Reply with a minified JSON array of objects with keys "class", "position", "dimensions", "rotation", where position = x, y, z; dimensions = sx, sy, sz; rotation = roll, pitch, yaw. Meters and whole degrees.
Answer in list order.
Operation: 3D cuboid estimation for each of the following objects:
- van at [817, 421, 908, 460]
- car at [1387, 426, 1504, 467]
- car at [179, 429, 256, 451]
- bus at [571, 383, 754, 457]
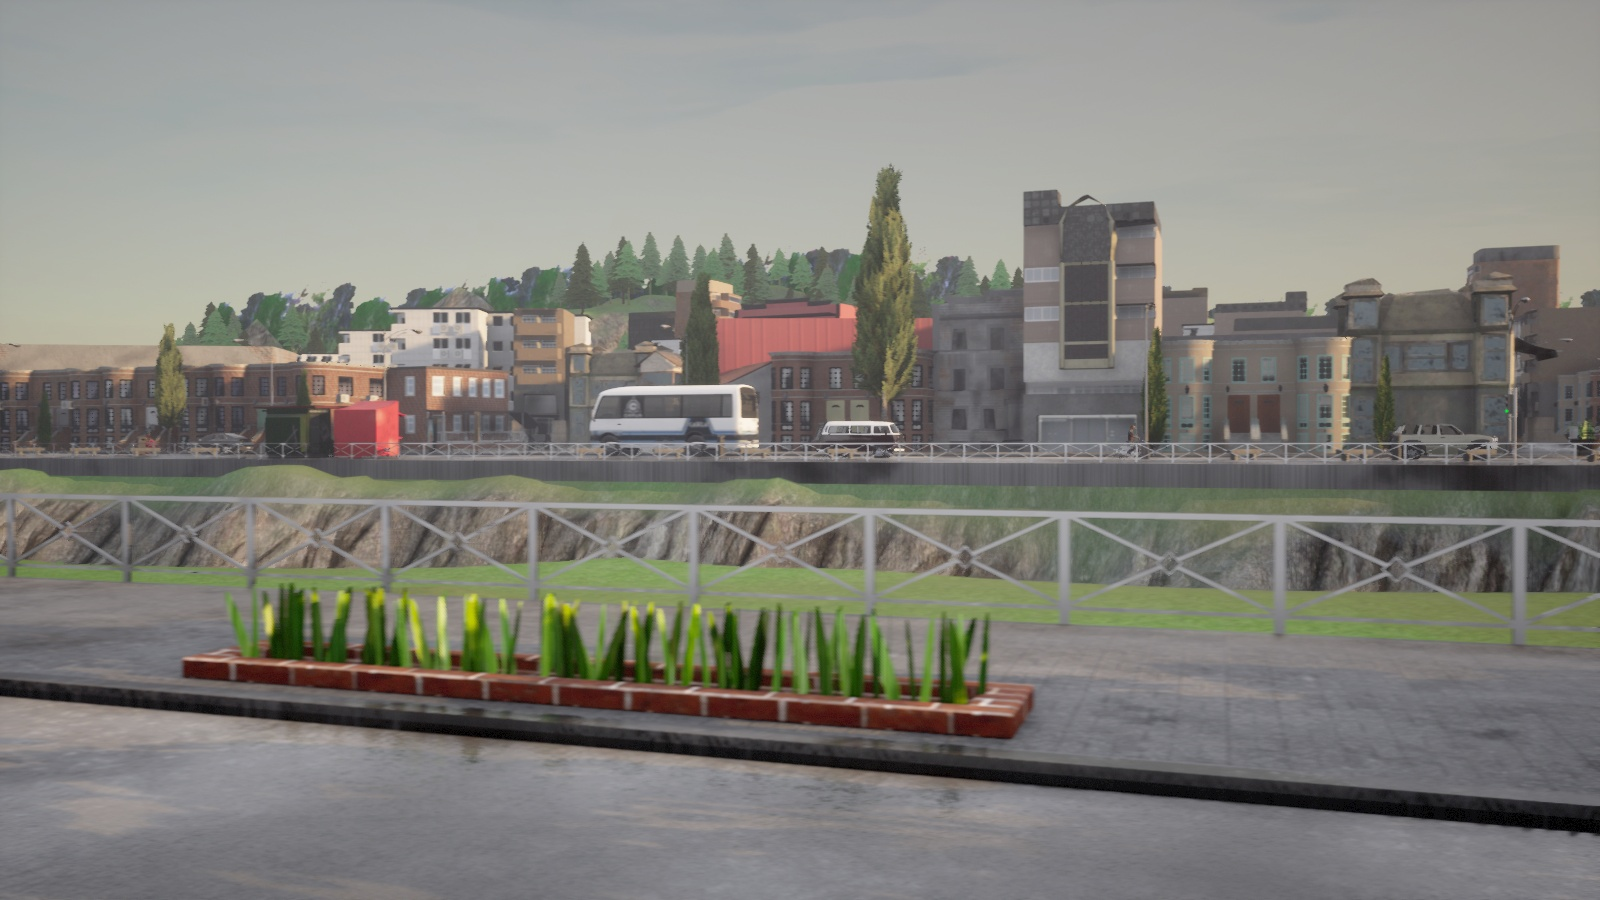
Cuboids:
[{"class":"van","position":[3.372,-0.521,67.691],"dimensions":[4.480,2.038,2.069],"rotation":[1,1,19]},{"class":"car","position":[30.090,-0.184,58.713],"dimensions":[4.605,1.855,1.932],"rotation":[1,1,19]},{"class":"car","position":[-40.160,-0.706,86.546],"dimensions":[4.892,1.490,1.837],"rotation":[1,1,19]},{"class":"bus","position":[-8.275,-1.795,75.808],"dimensions":[10.273,4.253,3.944],"rotation":[1,1,19]}]
